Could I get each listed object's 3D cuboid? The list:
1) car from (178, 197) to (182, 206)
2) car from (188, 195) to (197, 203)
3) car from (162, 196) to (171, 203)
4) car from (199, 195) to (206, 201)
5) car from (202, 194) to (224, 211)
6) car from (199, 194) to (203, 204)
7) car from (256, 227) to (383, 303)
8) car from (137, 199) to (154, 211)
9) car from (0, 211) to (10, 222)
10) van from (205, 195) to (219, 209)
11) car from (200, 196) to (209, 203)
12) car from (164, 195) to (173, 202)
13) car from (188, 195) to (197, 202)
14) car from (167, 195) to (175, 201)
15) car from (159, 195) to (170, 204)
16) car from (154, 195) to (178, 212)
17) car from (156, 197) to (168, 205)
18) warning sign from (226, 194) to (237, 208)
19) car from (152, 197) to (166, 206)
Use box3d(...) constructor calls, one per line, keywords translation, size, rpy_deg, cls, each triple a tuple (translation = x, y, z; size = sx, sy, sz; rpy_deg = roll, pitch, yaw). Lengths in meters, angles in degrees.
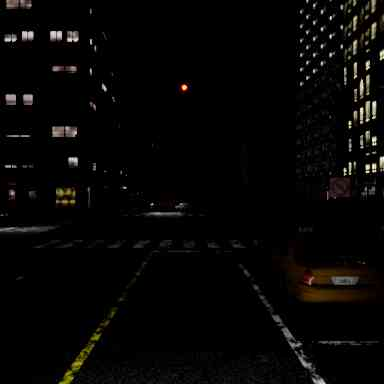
box3d(translation=(-3.029, 1.559, 53.419), size=(1.812, 1.442, 4.674), rpy_deg=(0, 0, 0), cls="car")
box3d(translation=(0.082, 1.536, 69.190), size=(1.882, 1.535, 5.008), rpy_deg=(0, 0, 0), cls="car")
box3d(translation=(-5.606, 1.648, 73.581), size=(1.802, 1.307, 4.206), rpy_deg=(0, 0, 0), cls="car")
box3d(translation=(2.794, 1.625, 90.321), size=(1.752, 1.417, 4.829), rpy_deg=(0, 0, 0), cls="car")
box3d(translation=(2.734, 1.332, 40.411), size=(2.192, 1.841, 5.009), rpy_deg=(0, 0, 0), cls="car")
box3d(translation=(2.760, 1.362, 62.517), size=(2.192, 1.841, 5.009), rpy_deg=(0, 0, 0), cls="car")
box3d(translation=(2.696, 1.526, 8.168), size=(1.752, 1.417, 4.829), rpy_deg=(0, 0, 0), cls="car")
box3d(translation=(-5.645, 1.567, 40.421), size=(2.008, 1.369, 4.403), rpy_deg=(0, 0, 0), cls="car")
box3d(translation=(-16.256, 1.789, 24.326), size=(5.357, 1.411, 2.033), rpy_deg=(-1, 0, 4), cls="car")
box3d(translation=(2.740, 1.364, 45.937), size=(1.690, 1.788, 3.998), rpy_deg=(0, 0, 0), cls="van")
box3d(translation=(2.774, 1.611, 73.571), size=(1.887, 1.381, 4.507), rpy_deg=(0, 0, 0), cls="car")
box3d(translation=(-5.600, 1.516, 79.107), size=(1.967, 1.590, 4.097), rpy_deg=(0, 0, 0), cls="car")
box3d(translation=(0.095, 1.531, 79.608), size=(2.033, 1.411, 5.357), rpy_deg=(0, 0, 0), cls="car")
box3d(translation=(-5.586, 1.624, 89.991), size=(1.752, 1.417, 4.829), rpy_deg=(0, 0, 0), cls="car")
box3d(translation=(-5.613, 1.496, 68.054), size=(1.967, 1.590, 4.097), rpy_deg=(0, 0, 0), cls="car")
box3d(translation=(-3.052, 1.494, 39.887), size=(1.882, 1.535, 5.008), rpy_deg=(0, 0, 0), cls="car")
box3d(translation=(-5.619, 1.591, 62.526), size=(1.887, 1.381, 4.507), rpy_deg=(0, 0, 0), cls="car")
box3d(translation=(5.124, 1.135, 43.665), size=(1.300, 1.860, 1.060), rpy_deg=(0, 0, 0), cls="warning sign")
box3d(translation=(-5.626, 1.588, 57.001), size=(2.008, 1.369, 4.403), rpy_deg=(0, 0, 0), cls="car")
